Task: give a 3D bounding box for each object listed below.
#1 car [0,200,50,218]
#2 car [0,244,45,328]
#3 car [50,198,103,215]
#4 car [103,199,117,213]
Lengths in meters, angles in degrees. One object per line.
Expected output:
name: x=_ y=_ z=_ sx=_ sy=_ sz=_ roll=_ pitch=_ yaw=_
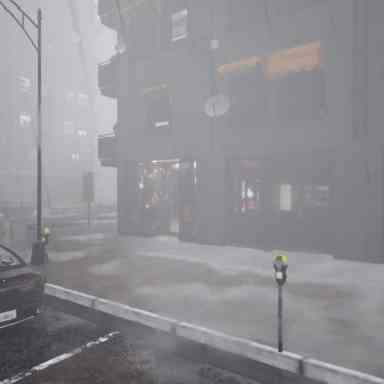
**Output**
car: x=-13.955 y=1.350 z=26.079 sx=2.008 sy=1.369 sz=4.403 roll=1 pitch=1 yaw=35
car: x=-4.433 y=1.551 z=6.049 sx=4.403 sy=1.369 sz=2.008 roll=0 pitch=0 yaw=36
car: x=-10.856 y=1.249 z=30.498 sx=1.752 sy=1.417 sz=4.829 roll=1 pitch=1 yaw=35
car: x=-6.409 y=1.215 z=32.346 sx=2.033 sy=1.411 sz=5.357 roll=0 pitch=1 yaw=35
